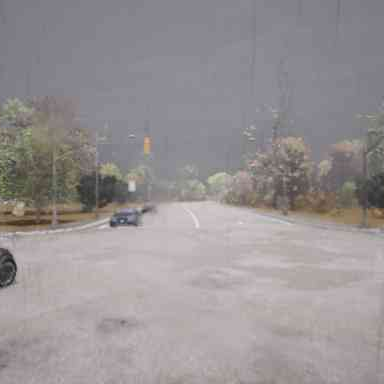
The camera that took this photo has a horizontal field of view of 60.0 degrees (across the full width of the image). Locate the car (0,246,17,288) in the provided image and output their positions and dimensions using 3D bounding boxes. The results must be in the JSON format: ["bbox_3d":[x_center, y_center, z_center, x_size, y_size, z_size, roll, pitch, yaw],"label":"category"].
[{"bbox_3d":[-5.684,1.690,7.006,1.994,1.385,4.181,-1,-1,6],"label":"car"}]

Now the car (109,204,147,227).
[{"bbox_3d":[-4.923,1.865,25.294,1.994,1.385,4.181,-1,-1,-1],"label":"car"}]

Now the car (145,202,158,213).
[{"bbox_3d":[-5.503,2.049,43.938,2.033,1.411,5.357,-1,-1,-3],"label":"car"}]
